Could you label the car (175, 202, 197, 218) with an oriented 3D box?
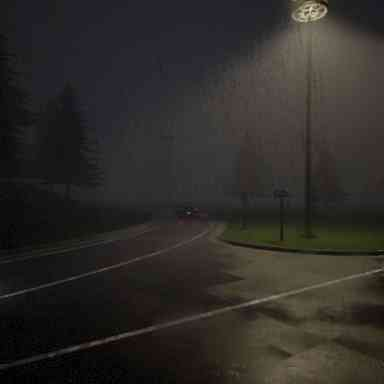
[{"bbox_3d":[-0.574,1.736,32.839,1.812,1.442,4.674,1,0,-7],"label":"car"}]
